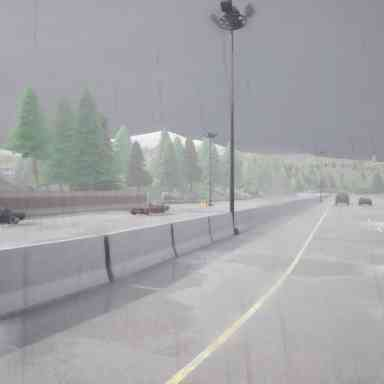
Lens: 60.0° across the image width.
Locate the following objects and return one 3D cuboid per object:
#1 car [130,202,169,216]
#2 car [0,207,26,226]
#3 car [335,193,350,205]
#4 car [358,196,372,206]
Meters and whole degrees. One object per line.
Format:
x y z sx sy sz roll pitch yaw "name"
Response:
-4.118 1.668 32.872 1.895 1.301 4.718 0 0 24 "car"
-13.206 1.601 21.182 1.895 1.301 4.718 0 0 24 "car"
25.911 1.221 57.363 2.150 2.045 5.566 0 0 24 "car"
29.398 1.491 56.597 2.128 1.511 4.902 0 0 24 "car"
